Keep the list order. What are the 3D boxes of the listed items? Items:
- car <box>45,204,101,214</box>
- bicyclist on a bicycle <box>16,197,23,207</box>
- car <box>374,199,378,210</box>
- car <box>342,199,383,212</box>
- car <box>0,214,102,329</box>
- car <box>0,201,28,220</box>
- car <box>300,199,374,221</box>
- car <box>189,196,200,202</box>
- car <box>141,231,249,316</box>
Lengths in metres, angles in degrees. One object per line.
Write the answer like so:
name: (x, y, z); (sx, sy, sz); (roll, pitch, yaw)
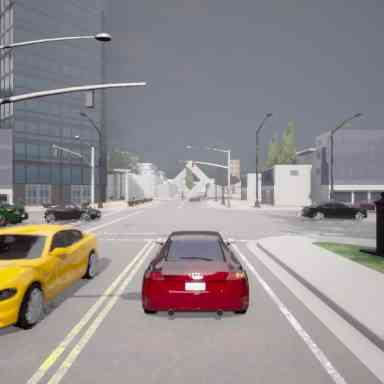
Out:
car: (-9.298, 1.611, 26.127); (4.181, 1.385, 1.994); (0, 0, 0)
bicyclist on a bicycle: (-22.002, 1.466, 42.502); (0.582, 1.620, 1.656); (-1, 0, 0)
car: (21.522, 1.167, 33.567); (5.566, 2.045, 2.150); (0, 0, 0)
car: (19.846, 1.502, 37.070); (5.357, 1.411, 2.033); (0, 0, -1)
car: (-3.511, 1.477, 7.156); (1.882, 1.535, 5.008); (0, 0, 1)
car: (-14.231, 1.308, 22.585); (5.566, 2.045, 2.150); (-1, 0, 0)
car: (11.186, 1.471, 26.291); (5.008, 1.535, 1.882); (0, 0, 0)
car: (0.688, 1.595, 76.964); (1.895, 1.301, 4.718); (0, 0, 12)
car: (0.070, 1.564, 7.623); (1.994, 1.385, 4.181); (0, 0, 0)
